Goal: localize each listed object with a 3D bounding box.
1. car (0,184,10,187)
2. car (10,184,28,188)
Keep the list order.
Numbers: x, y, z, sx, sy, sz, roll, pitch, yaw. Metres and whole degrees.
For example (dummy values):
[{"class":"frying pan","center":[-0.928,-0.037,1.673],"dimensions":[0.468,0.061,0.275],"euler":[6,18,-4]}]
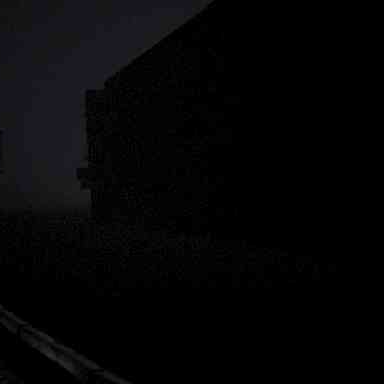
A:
[{"class":"car","center":[-45.152,-1.460,76.359],"dimensions":[2.185,1.767,4.553],"euler":[-5,-3,18]},{"class":"car","center":[-43.504,-1.127,81.838],"dimensions":[2.163,1.488,4.792],"euler":[-5,-3,16]}]
